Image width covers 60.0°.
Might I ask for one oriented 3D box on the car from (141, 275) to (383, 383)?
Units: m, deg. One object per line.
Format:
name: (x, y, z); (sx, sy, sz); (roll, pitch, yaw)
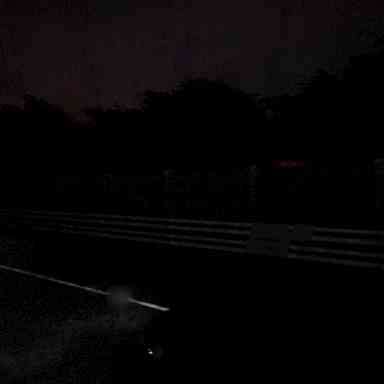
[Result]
car: (1.769, 1.478, 2.732); (5.008, 1.535, 1.882); (0, 0, 35)
